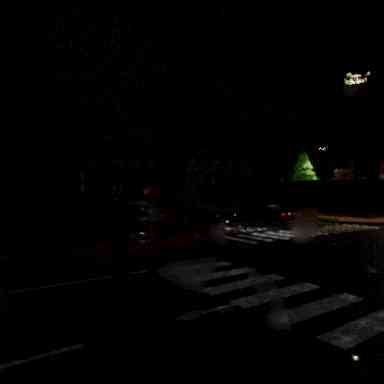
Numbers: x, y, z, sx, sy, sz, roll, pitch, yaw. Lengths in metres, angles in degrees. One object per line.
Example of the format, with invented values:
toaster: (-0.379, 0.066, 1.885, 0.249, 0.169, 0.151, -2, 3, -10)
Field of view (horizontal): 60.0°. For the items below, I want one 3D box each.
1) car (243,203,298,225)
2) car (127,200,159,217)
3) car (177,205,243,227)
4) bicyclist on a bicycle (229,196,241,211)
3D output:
car: (4.910, 1.506, 23.977, 2.033, 1.411, 5.357, 0, 0, -38)
car: (-4.984, 1.490, 31.297, 1.812, 1.442, 4.674, 0, 0, -36)
car: (0.980, 1.566, 22.863, 1.895, 1.301, 4.718, 0, 0, -35)
bicyclist on a bicycle: (4.334, 1.256, 33.653, 1.656, 1.620, 0.582, 0, 0, -35)
